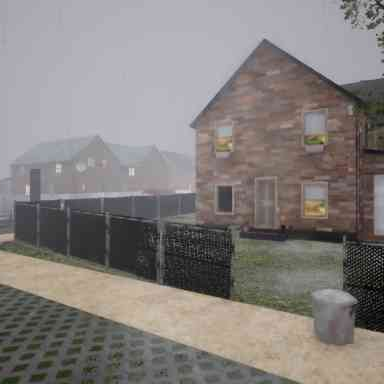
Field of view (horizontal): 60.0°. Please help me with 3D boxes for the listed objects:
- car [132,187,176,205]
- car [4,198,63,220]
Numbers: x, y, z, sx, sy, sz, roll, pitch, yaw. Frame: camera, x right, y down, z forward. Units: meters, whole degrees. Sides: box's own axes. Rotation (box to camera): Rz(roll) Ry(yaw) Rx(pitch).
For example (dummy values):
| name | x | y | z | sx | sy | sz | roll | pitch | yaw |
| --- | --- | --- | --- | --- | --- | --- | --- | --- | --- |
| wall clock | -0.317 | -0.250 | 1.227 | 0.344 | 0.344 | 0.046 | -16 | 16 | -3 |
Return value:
| name | x | y | z | sx | sy | sz | roll | pitch | yaw |
| --- | --- | --- | --- | --- | --- | --- | --- | --- | --- |
| car | -3.777 | 0.565 | 33.918 | 2.150 | 2.045 | 5.566 | 0 | 1 | 34 |
| car | -10.690 | 1.165 | 23.528 | 1.812 | 1.442 | 4.674 | 0 | 1 | 34 |
